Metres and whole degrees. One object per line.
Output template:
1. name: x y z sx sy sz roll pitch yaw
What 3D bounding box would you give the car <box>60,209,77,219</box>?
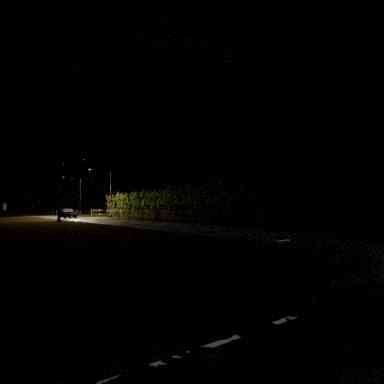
1. car: -18.762 3.240 50.070 2.128 1.511 4.902 1 -3 -36
